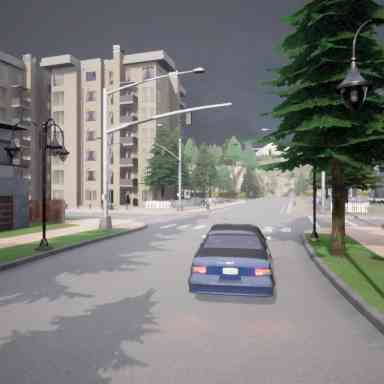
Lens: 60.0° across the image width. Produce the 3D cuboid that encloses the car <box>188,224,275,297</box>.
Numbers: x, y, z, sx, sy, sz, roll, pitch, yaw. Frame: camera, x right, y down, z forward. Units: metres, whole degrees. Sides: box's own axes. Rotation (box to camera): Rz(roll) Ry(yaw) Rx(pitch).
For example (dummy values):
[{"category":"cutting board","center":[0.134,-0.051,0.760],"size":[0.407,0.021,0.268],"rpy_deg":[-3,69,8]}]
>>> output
[{"category":"car","center":[1.131,1.547,8.790],"size":[2.033,1.411,5.357],"rpy_deg":[0,0,9]}]
